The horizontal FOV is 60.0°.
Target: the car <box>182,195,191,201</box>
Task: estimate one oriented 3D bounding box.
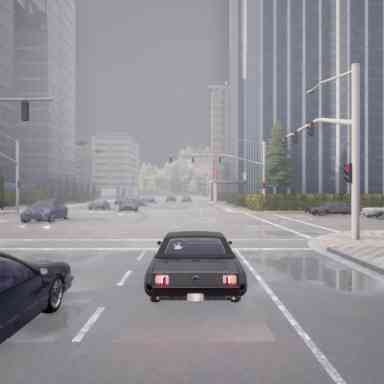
[{"bbox_3d":[-1.385,1.540,84.808,2.033,1.411,5.357,0,0,-1],"label":"car"}]

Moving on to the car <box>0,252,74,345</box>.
[{"bbox_3d":[-3.436,1.547,4.591,2.033,1.411,5.357,0,0,0],"label":"car"}]

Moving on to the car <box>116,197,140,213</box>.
[{"bbox_3d":[-7.107,1.564,37.012,1.994,1.385,4.181,0,0,-10],"label":"car"}]

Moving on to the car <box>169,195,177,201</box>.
[{"bbox_3d":[-4.885,1.524,84.739,1.812,1.442,4.674,0,0,-1],"label":"car"}]

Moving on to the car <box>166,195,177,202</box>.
[{"bbox_3d":[-4.718,1.500,74.571,1.837,1.490,4.892,0,0,-1],"label":"car"}]

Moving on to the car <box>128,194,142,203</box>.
[{"bbox_3d":[-11.633,1.352,68.478,2.097,1.767,4.553,0,0,-1],"label":"car"}]

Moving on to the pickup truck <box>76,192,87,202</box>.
[{"bbox_3d":[-24.768,1.059,69.244,2.390,2.098,6.274,0,0,30],"label":"pickup truck"}]

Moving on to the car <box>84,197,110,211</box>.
[{"bbox_3d":[-11.278,1.526,40.621,1.812,1.442,4.674,0,0,-1],"label":"car"}]

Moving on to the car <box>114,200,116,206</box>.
[{"bbox_3d":[-11.506,1.547,54.884,2.033,1.411,5.357,0,0,-1],"label":"car"}]

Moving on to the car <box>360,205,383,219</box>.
[{"bbox_3d":[16.939,1.601,28.089,4.718,1.301,1.895,0,0,0],"label":"car"}]

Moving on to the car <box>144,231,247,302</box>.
[{"bbox_3d":[0.067,1.601,8.188,1.895,1.301,4.718,0,0,0],"label":"car"}]

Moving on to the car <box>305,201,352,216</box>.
[{"bbox_3d":[13.584,1.547,31.596,5.357,1.411,2.033,0,0,-3],"label":"car"}]

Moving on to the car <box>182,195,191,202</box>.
[{"bbox_3d":[-1.228,1.553,75.033,1.994,1.385,4.181,0,0,-1],"label":"car"}]

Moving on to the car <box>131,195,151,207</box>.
[{"bbox_3d":[-7.940,1.547,50.334,2.033,1.411,5.357,0,0,-1],"label":"car"}]

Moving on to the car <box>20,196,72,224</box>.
[{"bbox_3d":[-10.918,1.352,24.954,2.097,1.767,4.553,0,0,-1],"label":"car"}]

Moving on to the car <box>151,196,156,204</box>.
[{"bbox_3d":[-8.114,1.477,64.589,1.882,1.535,5.008,0,0,0],"label":"car"}]
